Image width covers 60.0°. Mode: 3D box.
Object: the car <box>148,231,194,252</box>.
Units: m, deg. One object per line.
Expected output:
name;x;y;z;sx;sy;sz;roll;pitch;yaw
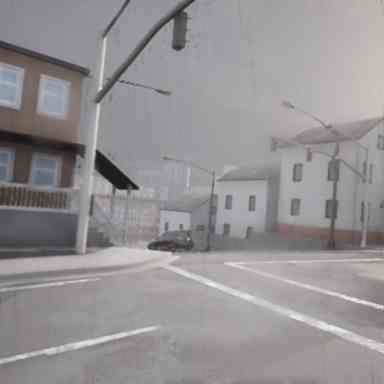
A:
car;-2.228;5.213;33.944;2.150;2.045;5.566;10;-18;-42
